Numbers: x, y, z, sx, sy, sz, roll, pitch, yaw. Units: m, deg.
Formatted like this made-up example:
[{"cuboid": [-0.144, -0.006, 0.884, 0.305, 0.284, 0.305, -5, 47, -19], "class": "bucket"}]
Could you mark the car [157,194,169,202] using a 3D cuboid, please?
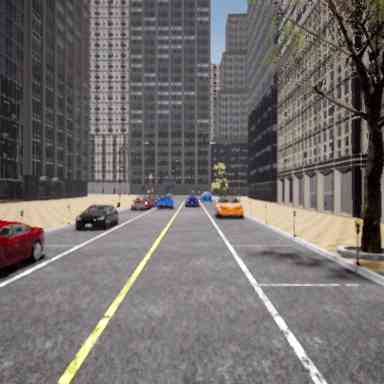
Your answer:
[{"cuboid": [-5.673, 1.167, 65.589, 1.947, 1.339, 4.313, 1, 0, 0], "class": "car"}]

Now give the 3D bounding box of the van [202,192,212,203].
[{"cuboid": [2.710, 0.977, 59.938, 1.690, 1.788, 3.998, 1, 0, 0], "class": "van"}]

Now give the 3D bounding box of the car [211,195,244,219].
[{"cuboid": [3.004, 1.185, 27.676, 2.097, 1.767, 4.553, 0, 0, 0], "class": "car"}]

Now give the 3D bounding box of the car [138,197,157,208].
[{"cuboid": [-5.676, 1.322, 43.019, 1.802, 1.307, 4.206, 1, 0, 0], "class": "car"}]

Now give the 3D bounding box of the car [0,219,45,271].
[{"cuboid": [-5.681, 1.490, 9.163, 1.887, 1.381, 4.507, 1, 0, 0], "class": "car"}]

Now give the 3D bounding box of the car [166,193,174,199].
[{"cuboid": [-5.799, 1.008, 88.157, 2.008, 1.369, 4.403, 1, 0, 0], "class": "car"}]

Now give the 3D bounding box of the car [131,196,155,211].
[{"cuboid": [-5.676, 1.215, 37.376, 1.967, 1.590, 4.097, 1, 0, 0], "class": "car"}]

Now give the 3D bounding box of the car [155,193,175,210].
[{"cuboid": [-3.088, 1.240, 39.416, 1.882, 1.535, 5.008, 0, 1, 0], "class": "car"}]

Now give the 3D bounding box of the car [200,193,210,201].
[{"cuboid": [2.710, 1.005, 71.221, 1.967, 1.590, 4.097, 1, 0, 0], "class": "car"}]

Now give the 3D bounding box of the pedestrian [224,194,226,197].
[{"cuboid": [3.004, 1.110, 30.491, 0.375, 1.860, 0.375, 1, 0, 0], "class": "pedestrian"}]

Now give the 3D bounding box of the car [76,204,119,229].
[{"cuboid": [-5.680, 1.444, 20.448, 1.947, 1.339, 4.313, 1, 0, 0], "class": "car"}]

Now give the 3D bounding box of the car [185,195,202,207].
[{"cuboid": [0.049, 1.249, 45.583, 1.812, 1.442, 4.674, 0, 0, 1], "class": "car"}]

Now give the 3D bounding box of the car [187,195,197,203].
[{"cuboid": [0.009, 1.230, 61.084, 1.895, 1.301, 4.718, 0, 0, 0], "class": "car"}]

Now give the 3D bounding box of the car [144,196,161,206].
[{"cuboid": [-5.676, 1.272, 48.661, 1.947, 1.339, 4.313, 1, 0, 0], "class": "car"}]
